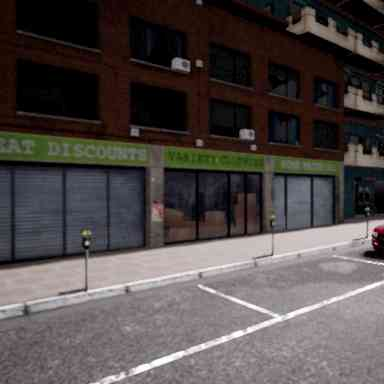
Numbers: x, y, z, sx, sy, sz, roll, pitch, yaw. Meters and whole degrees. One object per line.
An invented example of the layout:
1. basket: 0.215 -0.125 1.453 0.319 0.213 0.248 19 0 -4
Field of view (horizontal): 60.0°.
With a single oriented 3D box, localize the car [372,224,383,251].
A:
1. car: 8.192 1.354 11.934 4.507 1.381 1.887 -1 1 -35
